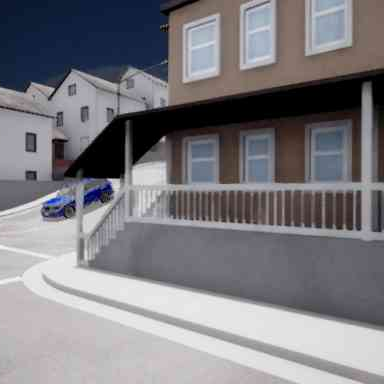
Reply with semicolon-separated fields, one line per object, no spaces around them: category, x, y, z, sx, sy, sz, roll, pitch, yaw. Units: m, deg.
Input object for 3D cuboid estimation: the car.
car;-8.270;0.281;24.244;2.150;2.045;5.566;0;18;34
